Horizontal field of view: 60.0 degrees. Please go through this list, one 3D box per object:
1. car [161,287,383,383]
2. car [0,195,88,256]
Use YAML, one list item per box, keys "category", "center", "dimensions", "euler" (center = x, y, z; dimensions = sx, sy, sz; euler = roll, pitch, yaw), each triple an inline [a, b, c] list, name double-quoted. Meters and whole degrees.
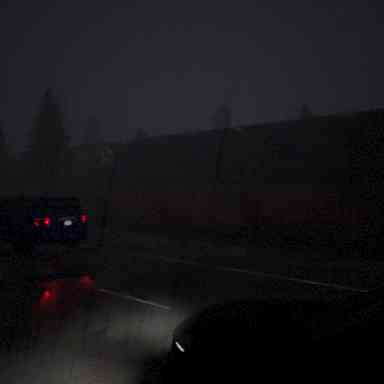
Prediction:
- category: "car"
  center: [1.891, 1.526, 2.643]
  dimensions: [4.674, 1.442, 1.812]
  euler: [1, 0, 36]
- category: "car"
  center: [-6.397, 1.124, 12.861]
  dimensions: [5.566, 2.045, 2.150]
  euler: [1, 0, 36]
